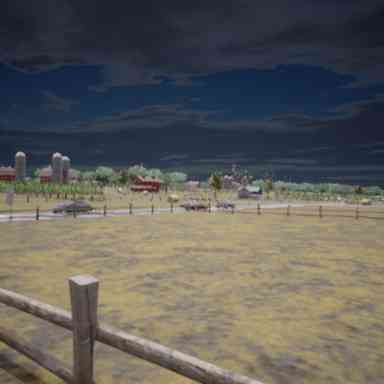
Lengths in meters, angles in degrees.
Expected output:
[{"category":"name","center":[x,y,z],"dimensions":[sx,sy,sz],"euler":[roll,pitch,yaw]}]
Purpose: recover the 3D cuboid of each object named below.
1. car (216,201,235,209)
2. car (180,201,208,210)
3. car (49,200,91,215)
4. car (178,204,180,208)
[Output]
[{"category":"car","center":[6.330,2.358,61.544],"dimensions":[2.128,1.511,4.902],"euler":[2,0,36]},{"category":"car","center":[0.726,2.293,53.664],"dimensions":[1.895,1.301,4.718],"euler":[2,0,36]},{"category":"car","center":[-13.947,1.735,38.192],"dimensions":[1.837,1.490,4.892],"euler":[2,0,36]},{"category":"car","center":[-0.297,2.241,57.080],"dimensions":[1.895,1.301,4.718],"euler":[2,0,36]}]
